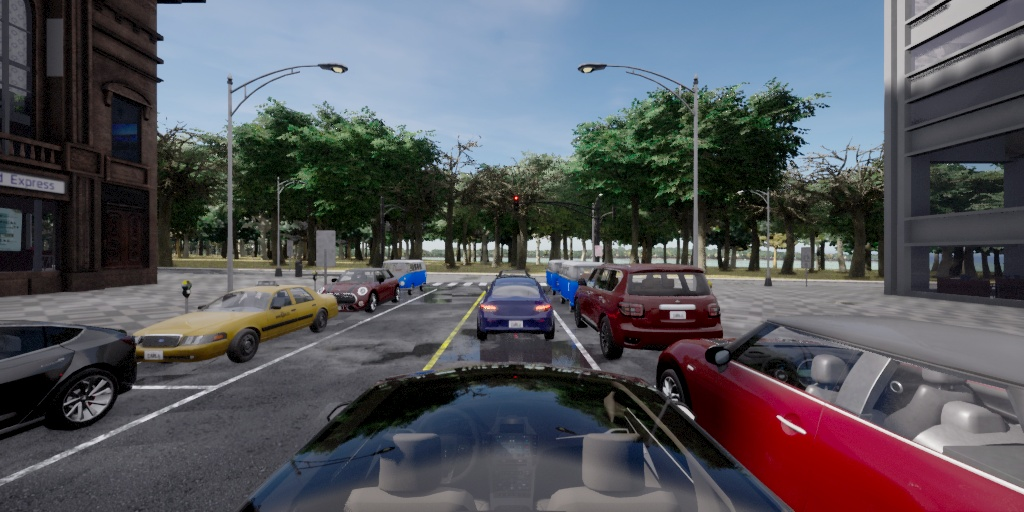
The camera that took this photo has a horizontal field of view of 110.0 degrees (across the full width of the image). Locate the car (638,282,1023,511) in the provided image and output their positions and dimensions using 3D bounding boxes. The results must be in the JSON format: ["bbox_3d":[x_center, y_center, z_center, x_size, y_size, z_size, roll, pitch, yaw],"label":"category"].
[{"bbox_3d":[2.762,1.190,2.915,1.967,1.591,4.097,0,0,0],"label":"car"}]

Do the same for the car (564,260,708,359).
[{"bbox_3d":[2.760,1.065,8.353,2.192,1.841,5.009,0,0,0],"label":"car"}]

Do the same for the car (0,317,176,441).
[{"bbox_3d":[-5.763,1.316,2.912,1.948,1.339,4.313,0,0,0],"label":"car"}]

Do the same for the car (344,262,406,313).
[{"bbox_3d":[-5.767,1.190,13.787,1.967,1.591,4.097,0,0,0],"label":"car"}]

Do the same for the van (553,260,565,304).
[{"bbox_3d":[2.758,1.091,13.790,1.690,1.789,3.998,0,0,0],"label":"van"}]

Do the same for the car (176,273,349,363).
[{"bbox_3d":[-5.765,1.275,8.180,1.751,1.417,4.829,0,0,0],"label":"car"}]

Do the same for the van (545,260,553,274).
[{"bbox_3d":[2.756,1.092,19.228,1.690,1.789,3.998,0,0,0],"label":"van"}]

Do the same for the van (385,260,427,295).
[{"bbox_3d":[-5.769,1.092,19.225,1.690,1.789,3.998,0,0,0],"label":"van"}]

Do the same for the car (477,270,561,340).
[{"bbox_3d":[0.095,1.276,9.890,1.812,1.442,4.674,0,0,0],"label":"car"}]
